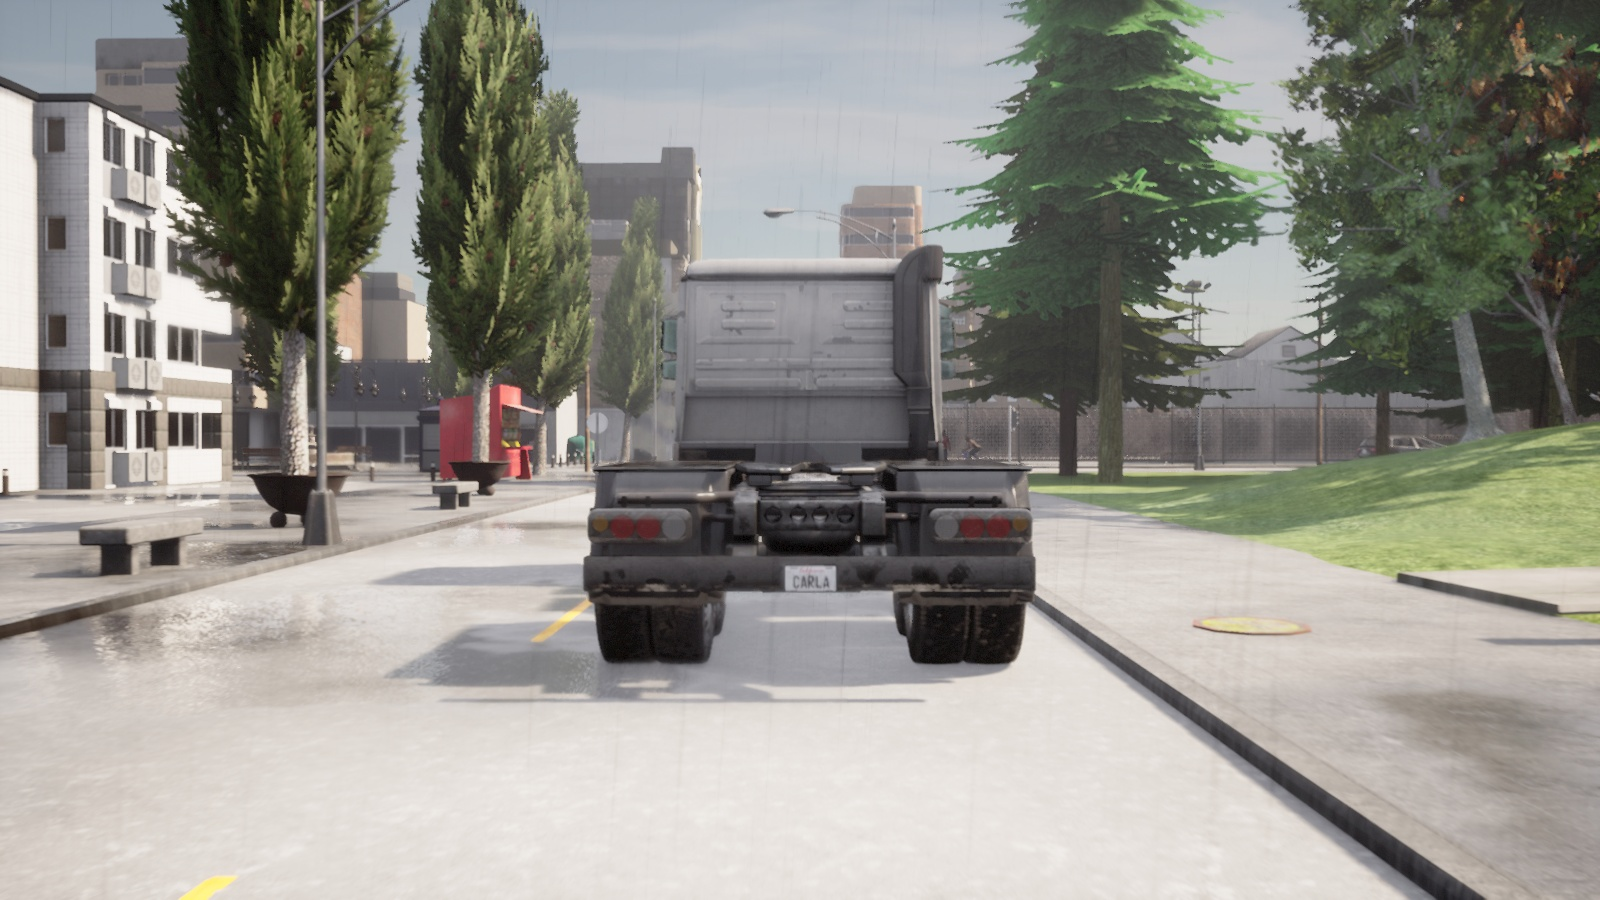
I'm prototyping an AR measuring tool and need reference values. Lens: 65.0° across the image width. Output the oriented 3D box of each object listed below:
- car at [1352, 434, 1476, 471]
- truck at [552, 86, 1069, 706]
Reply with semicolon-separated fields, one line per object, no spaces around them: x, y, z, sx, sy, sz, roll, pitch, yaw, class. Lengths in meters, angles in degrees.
28.264;0.089;57.906;4.611;1.667;2.242;0;1;0;car
0.078;-0.335;10.998;2.891;3.462;7.936;0;1;0;truck
